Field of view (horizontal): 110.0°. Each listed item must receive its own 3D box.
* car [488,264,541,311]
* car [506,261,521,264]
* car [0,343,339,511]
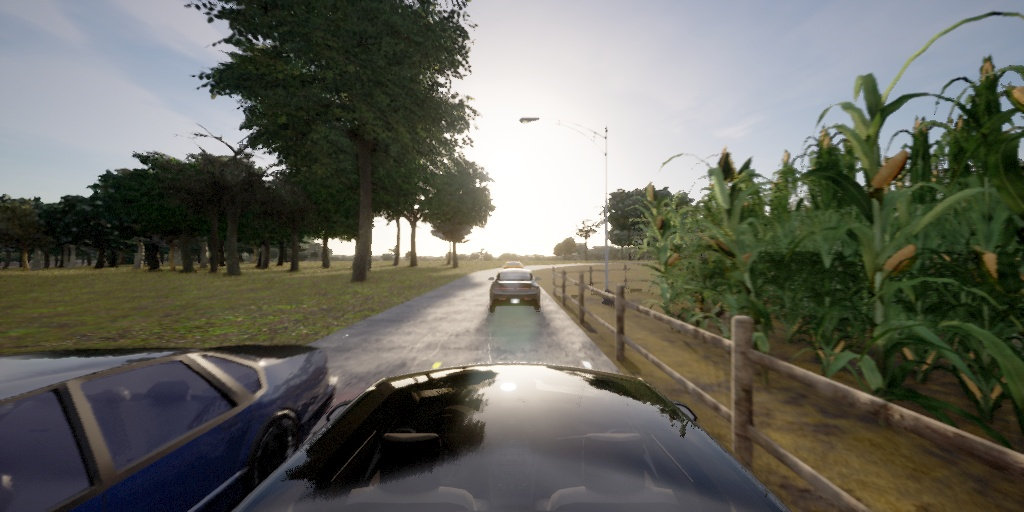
[{"bbox_3d":[0.109,1.257,14.409,1.837,1.490,4.892,0,0,0],"label":"car"},{"bbox_3d":[0.129,1.214,32.724,1.882,1.535,5.008,0,0,0],"label":"car"},{"bbox_3d":[-2.851,1.298,1.671,2.033,1.411,5.357,0,0,0],"label":"car"}]
